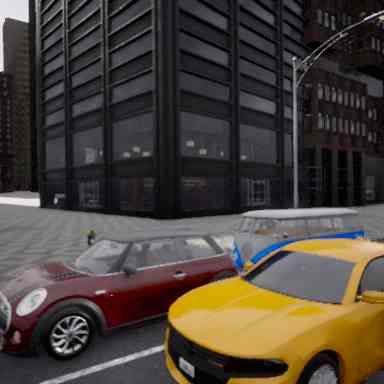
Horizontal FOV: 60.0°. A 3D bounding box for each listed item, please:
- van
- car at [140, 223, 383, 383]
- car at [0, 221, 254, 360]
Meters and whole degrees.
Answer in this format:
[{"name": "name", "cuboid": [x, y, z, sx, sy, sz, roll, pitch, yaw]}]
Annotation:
[{"name": "van", "cuboid": [2.844, 1.329, 8.694, 3.998, 1.788, 1.690, 0, -1, -35]}, {"name": "car", "cuboid": [1.984, 1.470, 4.776, 5.008, 1.535, 1.882, 0, 0, -35]}, {"name": "car", "cuboid": [-1.133, 1.436, 5.855, 4.097, 1.590, 1.967, 0, -1, -35]}]
